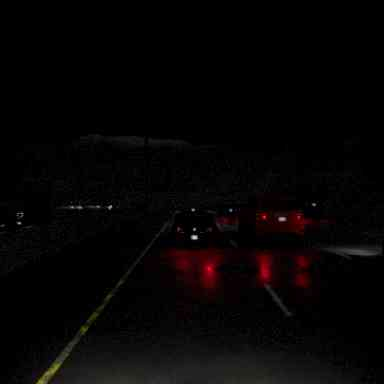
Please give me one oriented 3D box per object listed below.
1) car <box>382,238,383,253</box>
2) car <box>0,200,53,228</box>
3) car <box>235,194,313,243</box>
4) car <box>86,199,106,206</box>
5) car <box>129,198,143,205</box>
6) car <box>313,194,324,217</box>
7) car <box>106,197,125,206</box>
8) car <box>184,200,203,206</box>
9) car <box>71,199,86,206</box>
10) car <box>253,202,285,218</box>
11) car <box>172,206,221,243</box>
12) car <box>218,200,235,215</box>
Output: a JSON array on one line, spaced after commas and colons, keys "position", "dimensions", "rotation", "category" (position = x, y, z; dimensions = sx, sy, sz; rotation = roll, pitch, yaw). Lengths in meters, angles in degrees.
[{"position": [7.099, 1.470, 8.889], "dimensions": [1.837, 1.490, 4.892], "rotation": [0, 1, 0], "category": "car"}, {"position": [-10.582, 1.314, 20.842], "dimensions": [2.097, 1.767, 4.553], "rotation": [0, 0, 0], "category": "car"}, {"position": [3.612, 1.177, 15.982], "dimensions": [2.150, 2.045, 5.566], "rotation": [0, 0, 0], "category": "car"}, {"position": [-17.462, 1.947, 62.252], "dimensions": [2.033, 1.411, 5.357], "rotation": [0, -1, 0], "category": "car"}, {"position": [-10.475, 1.880, 62.339], "dimensions": [1.882, 1.535, 5.008], "rotation": [0, -1, 1], "category": "car"}, {"position": [10.624, 1.234, 31.581], "dimensions": [2.150, 2.045, 5.566], "rotation": [0, 0, 0], "category": "car"}, {"position": [-13.975, 1.756, 62.431], "dimensions": [2.097, 1.767, 4.553], "rotation": [0, -1, 1], "category": "car"}, {"position": [0.126, 1.551, 33.431], "dimensions": [1.812, 1.442, 4.674], "rotation": [0, 0, 0], "category": "car"}, {"position": [-20.957, 1.997, 62.073], "dimensions": [1.895, 1.301, 4.718], "rotation": [0, -1, 0], "category": "car"}, {"position": [7.124, 1.611, 31.207], "dimensions": [1.895, 1.301, 4.718], "rotation": [0, 0, 0], "category": "car"}, {"position": [0.112, 1.557, 15.839], "dimensions": [1.895, 1.301, 4.718], "rotation": [0, 0, 0], "category": "car"}, {"position": [3.626, 1.552, 33.435], "dimensions": [1.812, 1.442, 4.674], "rotation": [0, 0, 0], "category": "car"}]
